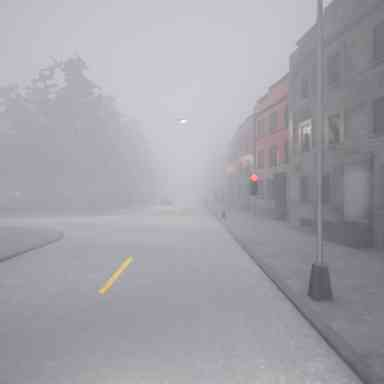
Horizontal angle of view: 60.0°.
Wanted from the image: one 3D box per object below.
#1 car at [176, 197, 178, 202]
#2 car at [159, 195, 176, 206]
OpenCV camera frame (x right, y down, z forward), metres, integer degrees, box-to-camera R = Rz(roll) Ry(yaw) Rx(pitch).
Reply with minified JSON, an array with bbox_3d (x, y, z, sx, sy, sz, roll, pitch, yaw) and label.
[{"bbox_3d":[-4.014,1.382,68.751,2.128,1.511,4.902,1,-1,0],"label":"car"},{"bbox_3d":[-4.067,1.496,52.718,1.895,1.301,4.718,0,0,1],"label":"car"}]
